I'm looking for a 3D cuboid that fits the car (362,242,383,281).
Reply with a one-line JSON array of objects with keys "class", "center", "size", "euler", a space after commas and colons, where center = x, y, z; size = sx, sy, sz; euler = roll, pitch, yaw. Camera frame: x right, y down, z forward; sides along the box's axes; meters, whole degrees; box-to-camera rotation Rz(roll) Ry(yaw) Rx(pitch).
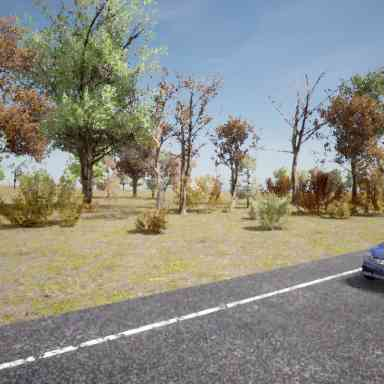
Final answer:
[{"class": "car", "center": [6.299, 1.524, 8.692], "size": [4.674, 1.442, 1.812], "euler": [0, 0, -37]}]
